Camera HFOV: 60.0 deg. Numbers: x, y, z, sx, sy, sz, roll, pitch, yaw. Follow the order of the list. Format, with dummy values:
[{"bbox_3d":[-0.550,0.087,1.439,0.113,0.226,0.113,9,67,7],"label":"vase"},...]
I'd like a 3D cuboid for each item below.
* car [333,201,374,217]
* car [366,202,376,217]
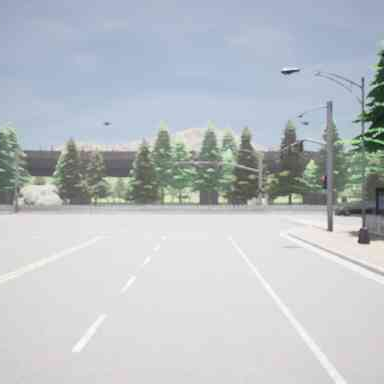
[{"bbox_3d":[17.983,1.759,36.417,4.553,1.767,2.097,0,-1,1],"label":"car"},{"bbox_3d":[20.031,1.929,32.869,4.181,1.385,1.994,0,-1,1],"label":"car"}]
